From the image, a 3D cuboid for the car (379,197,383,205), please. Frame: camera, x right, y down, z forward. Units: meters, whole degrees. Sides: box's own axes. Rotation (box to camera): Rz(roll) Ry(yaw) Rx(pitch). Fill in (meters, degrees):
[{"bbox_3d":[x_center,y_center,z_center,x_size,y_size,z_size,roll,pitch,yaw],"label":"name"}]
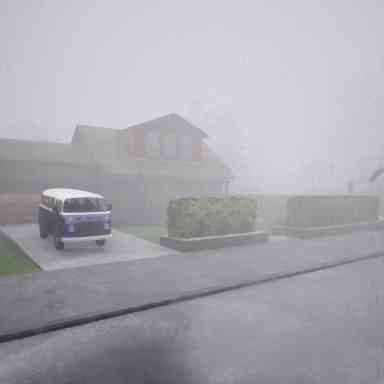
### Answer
[{"bbox_3d":[24.678,0.985,41.408,3.866,1.878,1.905,0,0,0],"label":"car"}]
